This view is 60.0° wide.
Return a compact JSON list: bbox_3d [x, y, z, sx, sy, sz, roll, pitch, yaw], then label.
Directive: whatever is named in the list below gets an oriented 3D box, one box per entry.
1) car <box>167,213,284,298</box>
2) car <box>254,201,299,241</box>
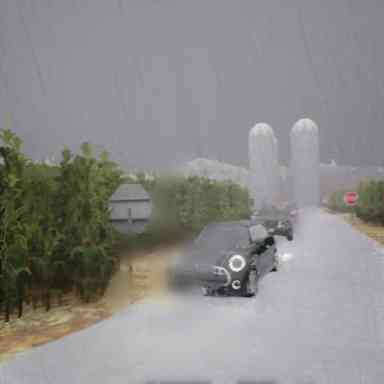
[{"bbox_3d":[1.084,1.673,9.571,2.097,1.767,4.553,-2,-2,24],"label":"car"},{"bbox_3d":[5.170,1.764,20.501,2.150,2.045,5.566,-2,-2,19],"label":"car"}]
